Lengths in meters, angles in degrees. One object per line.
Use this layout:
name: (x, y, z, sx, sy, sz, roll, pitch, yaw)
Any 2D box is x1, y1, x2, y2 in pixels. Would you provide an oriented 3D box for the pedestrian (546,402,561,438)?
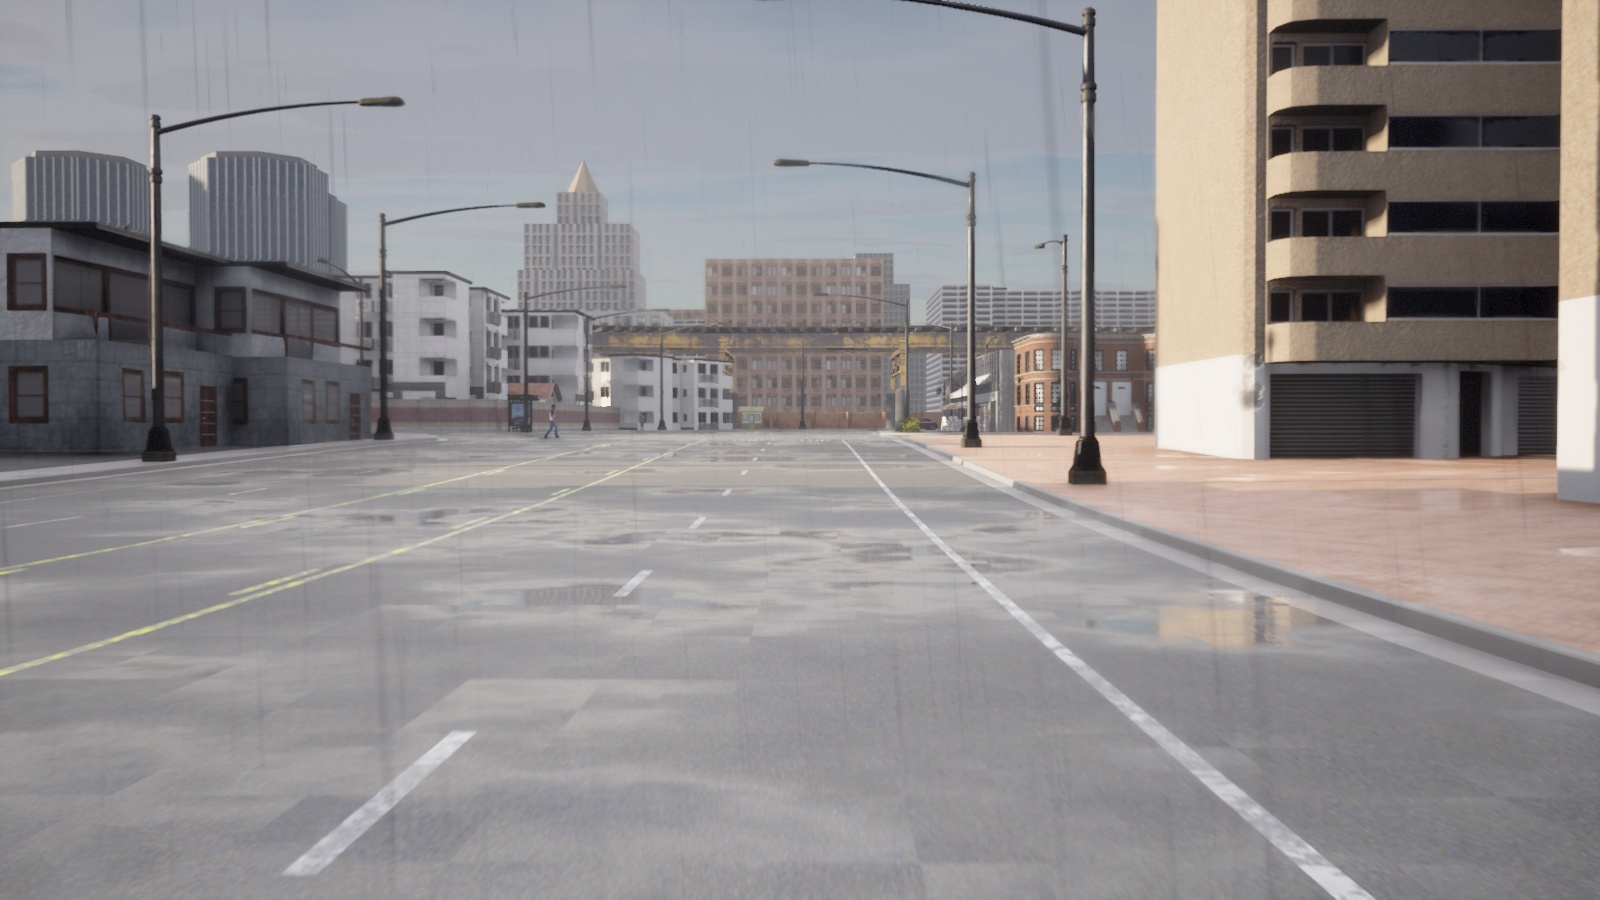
pedestrian: (-12.832, -1.570, 65.390, 0.706, 1.836, 0.354, 0, 1, -3)
